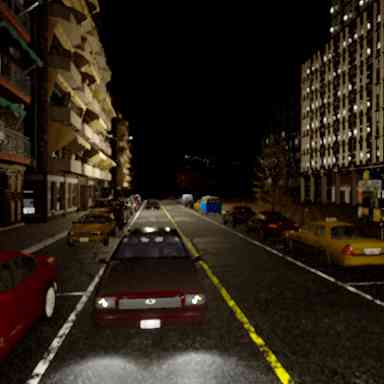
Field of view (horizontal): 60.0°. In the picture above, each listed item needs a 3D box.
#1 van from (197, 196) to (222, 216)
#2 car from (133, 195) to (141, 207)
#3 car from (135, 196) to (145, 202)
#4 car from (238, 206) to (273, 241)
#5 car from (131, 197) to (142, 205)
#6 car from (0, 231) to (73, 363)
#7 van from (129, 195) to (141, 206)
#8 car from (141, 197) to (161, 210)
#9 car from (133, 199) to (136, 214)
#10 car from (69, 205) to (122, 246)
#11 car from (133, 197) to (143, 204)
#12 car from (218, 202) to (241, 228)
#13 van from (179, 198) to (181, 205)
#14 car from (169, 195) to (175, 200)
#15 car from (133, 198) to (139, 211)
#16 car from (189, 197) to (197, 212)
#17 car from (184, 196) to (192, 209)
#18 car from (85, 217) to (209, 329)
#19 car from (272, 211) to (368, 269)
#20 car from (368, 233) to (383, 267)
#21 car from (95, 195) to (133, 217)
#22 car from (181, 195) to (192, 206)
[{"bbox_3d":[1.842,1.342,32.856,1.690,1.788,3.998,0,0,-7],"label":"van"},{"bbox_3d":[-7.142,1.439,37.332,1.967,1.590,4.097,0,0,-7],"label":"car"},{"bbox_3d":[-11.800,1.598,75.737,1.947,1.339,4.313,0,0,-7],"label":"car"},{"bbox_3d":[3.840,1.581,16.397,1.802,1.307,4.206,0,0,-7],"label":"car"},{"bbox_3d":[-9.804,1.597,59.278,1.802,1.307,4.206,0,0,-7],"label":"car"},{"bbox_3d":[-3.148,1.542,4.415,1.887,1.381,4.507,0,0,-7],"label":"car"},{"bbox_3d":[-9.140,1.351,53.793,1.690,1.788,3.998,0,0,-7],"label":"van"},{"bbox_3d":[-5.035,1.550,42.354,2.033,1.411,5.357,0,0,-7],"label":"car"},{"bbox_3d":[-5.810,1.546,26.361,2.008,1.369,4.403,0,0,-7],"label":"car"},{"bbox_3d":[-4.459,1.521,15.219,1.752,1.417,4.829,0,0,-7],"label":"car"},{"bbox_3d":[-10.469,1.602,64.764,1.802,1.307,4.206,0,0,-7],"label":"car"},{"bbox_3d":[3.174,1.581,21.883,1.802,1.307,4.206,0,0,-7],"label":"car"},{"bbox_3d":[-0.821,1.355,54.802,1.690,1.788,3.998,0,0,-7],"label":"van"},{"bbox_3d":[-5.478,1.605,93.206,1.887,1.381,4.507,0,0,-7],"label":"car"},{"bbox_3d":[-6.476,1.547,31.847,2.008,1.369,4.403,0,0,-7],"label":"car"},{"bbox_3d":[1.158,1.528,38.510,1.752,1.417,4.829,0,0,-7],"label":"car"},{"bbox_3d":[0.512,1.572,43.829,1.947,1.339,4.313,0,0,-7],"label":"car"},{"bbox_3d":[-0.907,1.545,7.527,2.033,1.411,5.357,0,0,-6],"label":"car"},{"bbox_3d":[4.485,1.526,11.079,1.752,1.417,4.829,0,0,-7],"label":"car"},{"bbox_3d":[5.171,1.441,5.423,1.967,1.590,4.097,0,0,-7],"label":"car"},{"bbox_3d":[-5.146,1.310,20.873,2.192,1.841,5.009,0,0,-7],"label":"car"},{"bbox_3d":[-0.154,1.450,49.315,1.967,1.590,4.097,0,0,-7],"label":"car"}]
